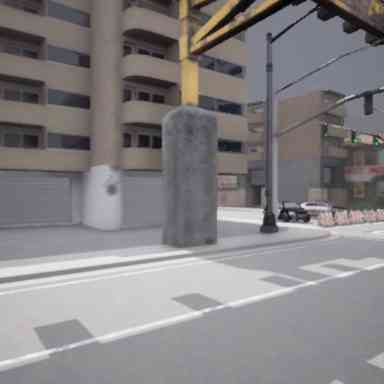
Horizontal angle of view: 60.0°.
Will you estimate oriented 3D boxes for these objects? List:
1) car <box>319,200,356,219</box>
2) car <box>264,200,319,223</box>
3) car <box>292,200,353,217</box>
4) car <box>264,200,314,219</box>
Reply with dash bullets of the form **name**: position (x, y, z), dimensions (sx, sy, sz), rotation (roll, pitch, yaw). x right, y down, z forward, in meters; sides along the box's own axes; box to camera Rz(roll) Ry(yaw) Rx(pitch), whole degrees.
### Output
- **car**: position (10.982, 1.464, 28.007), dimensions (4.974, 1.542, 2.038), rotation (0, 0, 34)
- **car**: position (7.408, 1.462, 25.856), dimensions (2.038, 1.542, 4.974), rotation (0, 0, -11)
- **car**: position (10.940, 1.306, 28.036), dimensions (4.536, 1.218, 1.853), rotation (0, 0, 34)
- **car**: position (7.398, 1.304, 25.907), dimensions (1.853, 1.218, 4.536), rotation (0, 0, -11)
